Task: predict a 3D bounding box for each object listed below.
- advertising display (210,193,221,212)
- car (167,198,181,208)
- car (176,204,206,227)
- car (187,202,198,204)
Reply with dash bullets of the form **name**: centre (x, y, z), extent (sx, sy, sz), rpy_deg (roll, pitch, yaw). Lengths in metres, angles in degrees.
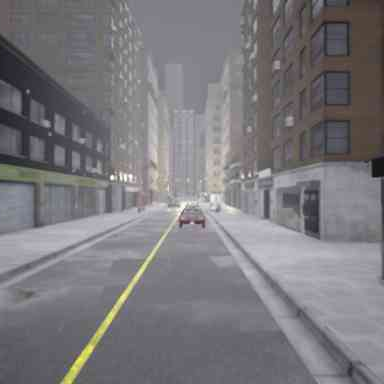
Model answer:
- **advertising display**: centre (3.123, 1.422, 44.530), extent (1.540, 2.440, 0.280), rpy_deg (0, 0, 0)
- **car**: centre (-3.065, 1.852, 56.580), extent (2.097, 1.767, 4.553), rpy_deg (0, 0, 1)
- **car**: centre (0.016, 1.823, 24.602), extent (1.895, 1.301, 4.718), rpy_deg (0, 0, 0)
- **car**: centre (0.071, 1.988, 43.479), extent (1.895, 1.301, 4.718), rpy_deg (0, 0, 0)
